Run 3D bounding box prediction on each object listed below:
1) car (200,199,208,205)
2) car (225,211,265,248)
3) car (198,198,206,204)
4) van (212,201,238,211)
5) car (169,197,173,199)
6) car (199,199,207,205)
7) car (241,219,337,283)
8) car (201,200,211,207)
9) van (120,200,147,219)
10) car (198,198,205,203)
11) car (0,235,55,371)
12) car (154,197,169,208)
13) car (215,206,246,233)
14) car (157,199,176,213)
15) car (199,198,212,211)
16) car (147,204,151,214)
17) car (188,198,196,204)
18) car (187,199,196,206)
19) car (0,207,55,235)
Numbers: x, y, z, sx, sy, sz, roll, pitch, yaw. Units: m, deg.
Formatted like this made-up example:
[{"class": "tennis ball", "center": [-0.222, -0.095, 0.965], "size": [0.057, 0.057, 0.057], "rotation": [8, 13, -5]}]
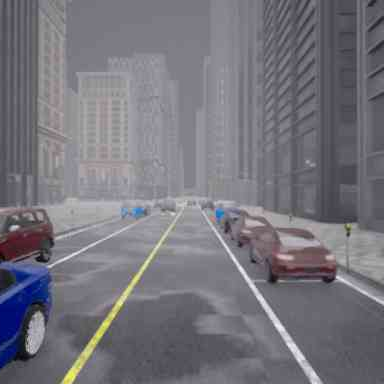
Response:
[{"class": "car", "center": [2.733, 2.318, 77.595], "size": [1.752, 1.417, 4.829], "rotation": [0, -1, 0]}, {"class": "car", "center": [2.754, 1.744, 15.380], "size": [1.802, 1.307, 4.206], "rotation": [0, -1, 0]}, {"class": "car", "center": [2.729, 2.338, 88.707], "size": [1.967, 1.590, 4.097], "rotation": [0, -1, 0]}, {"class": "van", "center": [2.749, 1.620, 26.663], "size": [1.690, 1.788, 3.998], "rotation": [0, -1, 0]}, {"class": "car", "center": [-5.790, 2.302, 71.780], "size": [1.947, 1.339, 4.313], "rotation": [0, -1, 0]}, {"class": "car", "center": [2.731, 2.396, 83.065], "size": [2.008, 1.369, 4.403], "rotation": [0, -1, 0]}, {"class": "car", "center": [2.755, 1.685, 9.739], "size": [1.802, 1.307, 4.206], "rotation": [0, -1, 0]}, {"class": "car", "center": [2.737, 2.247, 66.143], "size": [1.947, 1.339, 4.313], "rotation": [0, -1, 0]}, {"class": "van", "center": [-5.778, 1.678, 32.298], "size": [1.690, 1.788, 3.998], "rotation": [0, -1, 0]}, {"class": "car", "center": [2.728, 2.501, 94.347], "size": [2.008, 1.369, 4.403], "rotation": [0, -1, 0]}, {"class": "car", "center": [-3.101, 1.512, 3.181], "size": [1.882, 1.535, 5.008], "rotation": [0, -1, 0]}, {"class": "car", "center": [-5.787, 2.065, 60.499], "size": [1.967, 1.590, 4.097], "rotation": [0, -1, 0]}, {"class": "car", "center": [2.751, 1.786, 21.020], "size": [1.947, 1.339, 4.313], "rotation": [0, -1, 0]}, {"class": "car", "center": [-3.108, 2.013, 44.796], "size": [2.033, 1.411, 5.357], "rotation": [0, -1, 0]}, {"class": "car", "center": [2.336, 2.033, 50.959], "size": [1.837, 1.490, 4.892], "rotation": [0, -1, 0]}, {"class": "car", "center": [-5.779, 1.940, 37.936], "size": [1.887, 1.381, 4.507], "rotation": [0, -1, 0]}, {"class": "car", "center": [-0.030, 2.325, 85.483], "size": [1.895, 1.301, 4.718], "rotation": [0, -1, 0]}, {"class": "car", "center": [-0.024, 2.174, 69.232], "size": [2.128, 1.511, 4.902], "rotation": [0, -1, 0]}, {"class": "car", "center": [-5.771, 1.418, 9.736], "size": [2.192, 1.841, 5.009], "rotation": [0, -1, 0]}]
